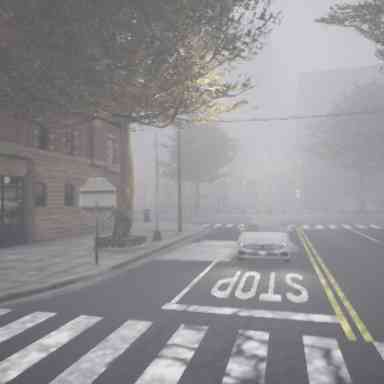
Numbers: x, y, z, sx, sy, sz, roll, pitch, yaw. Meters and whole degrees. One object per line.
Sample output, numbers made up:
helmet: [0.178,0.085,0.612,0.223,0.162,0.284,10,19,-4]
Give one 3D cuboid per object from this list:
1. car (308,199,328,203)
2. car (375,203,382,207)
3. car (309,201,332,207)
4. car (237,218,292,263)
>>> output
car: [25.592,2.499,64.508,4.786,1.482,2.161,-1,-1,16]
car: [38.449,2.251,65.121,4.674,1.452,2.002,-1,-1,16]
car: [29.180,2.743,75.545,4.718,1.301,1.895,-1,-1,16]
car: [2.949,1.785,13.230,1.812,1.442,4.674,-1,-1,16]
